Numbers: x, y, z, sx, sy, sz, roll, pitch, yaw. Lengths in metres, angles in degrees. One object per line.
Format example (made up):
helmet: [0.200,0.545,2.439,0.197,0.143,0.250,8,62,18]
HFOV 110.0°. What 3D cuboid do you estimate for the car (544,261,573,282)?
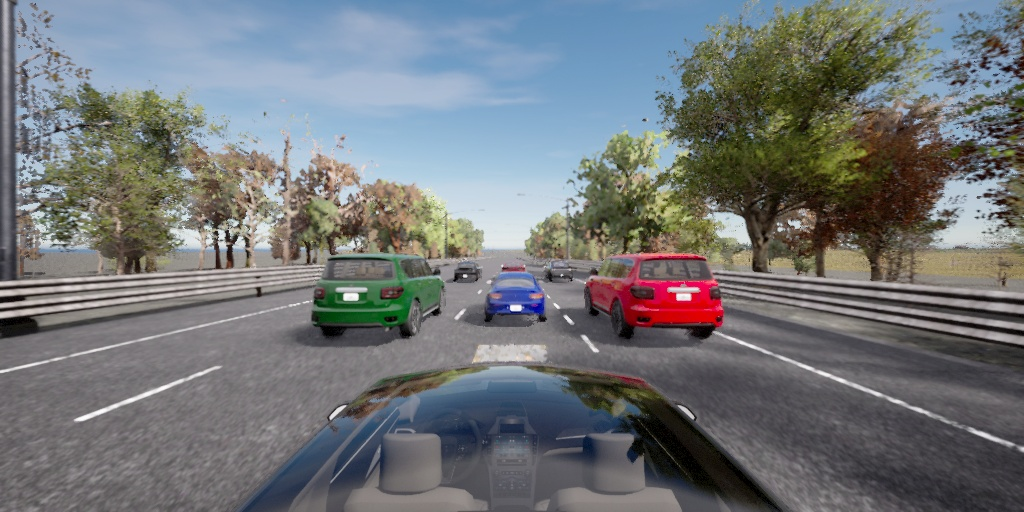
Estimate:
car: [3.605,1.170,28.269,2.128,1.511,4.902,0,0,0]

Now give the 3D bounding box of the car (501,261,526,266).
car: [0.118,1.152,29.900,1.882,1.535,5.008,0,0,0]

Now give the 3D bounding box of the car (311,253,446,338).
car: [-3.397,0.948,10.252,2.150,2.045,5.566,0,0,0]

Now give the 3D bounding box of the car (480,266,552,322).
car: [0.106,1.248,12.072,1.812,1.442,4.674,0,0,0]

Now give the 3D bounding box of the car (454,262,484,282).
car: [-3.394,1.184,28.364,1.837,1.490,4.892,0,0,0]

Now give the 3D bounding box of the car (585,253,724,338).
car: [3.603,0.948,10.206,2.150,2.045,5.566,0,0,0]
